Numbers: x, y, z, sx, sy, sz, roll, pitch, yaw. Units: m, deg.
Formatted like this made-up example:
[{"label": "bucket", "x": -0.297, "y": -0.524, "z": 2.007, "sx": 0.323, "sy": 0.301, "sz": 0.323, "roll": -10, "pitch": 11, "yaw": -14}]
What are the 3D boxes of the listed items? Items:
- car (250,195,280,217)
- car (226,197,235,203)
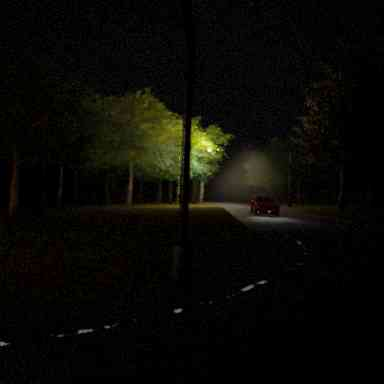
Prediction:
[{"label": "car", "x": 7.082, "y": 1.350, "z": 32.709, "sx": 2.150, "sy": 2.045, "sz": 5.566, "roll": 2, "pitch": 1, "yaw": 2}, {"label": "car", "x": 8.590, "y": 1.877, "z": 74.569, "sx": 1.837, "sy": 1.490, "sz": 4.892, "roll": 2, "pitch": -1, "yaw": 2}]
